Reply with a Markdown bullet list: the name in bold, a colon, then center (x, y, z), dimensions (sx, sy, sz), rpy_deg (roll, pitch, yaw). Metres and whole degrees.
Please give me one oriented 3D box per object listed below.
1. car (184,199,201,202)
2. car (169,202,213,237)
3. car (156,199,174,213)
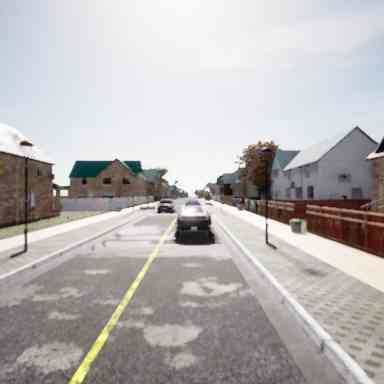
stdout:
- **car**: center (0.091, 1.534, 40.859), dimensions (1.882, 1.535, 5.008), rpy_deg (0, 0, 0)
- **car**: center (0.096, 1.502, 18.002), dimensions (2.128, 1.511, 4.902), rpy_deg (0, 0, 0)
- **car**: center (-2.848, 1.550, 37.156), dimensions (1.837, 1.490, 4.892), rpy_deg (0, 0, 0)
